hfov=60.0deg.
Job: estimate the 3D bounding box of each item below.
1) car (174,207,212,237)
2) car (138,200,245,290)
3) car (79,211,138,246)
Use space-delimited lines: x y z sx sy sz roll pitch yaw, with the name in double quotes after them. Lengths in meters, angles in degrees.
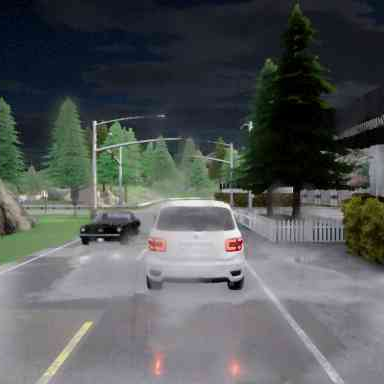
0.018 1.601 18.977 1.895 1.301 4.718 0 0 0 "car"
0.064 1.221 9.214 2.150 2.045 5.566 0 0 0 "car"
-3.636 1.601 15.458 1.895 1.301 4.718 0 0 0 "car"
